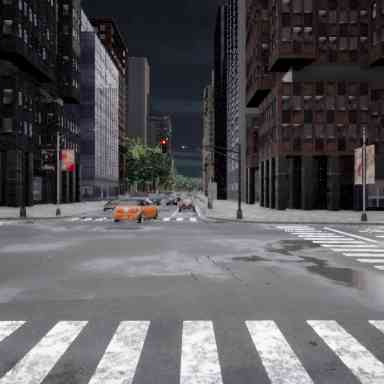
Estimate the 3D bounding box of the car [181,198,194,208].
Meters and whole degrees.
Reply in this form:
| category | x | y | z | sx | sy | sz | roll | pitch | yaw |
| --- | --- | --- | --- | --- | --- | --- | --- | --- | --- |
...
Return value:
| category | x | y | z | sx | sy | sz | roll | pitch | yaw |
| --- | --- | --- | --- | --- | --- | --- | --- | --- | --- |
| car | -0.620 | 1.614 | 49.799 | 1.802 | 1.307 | 4.206 | 0 | 0 | 0 |

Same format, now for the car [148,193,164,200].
| category | x | y | z | sx | sy | sz | roll | pitch | yaw |
| --- | --- | --- | --- | --- | --- | --- | --- | --- | --- |
| car | -6.499 | 1.268 | 55.909 | 2.150 | 2.045 | 5.566 | 0 | 0 | -1 |

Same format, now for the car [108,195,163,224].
| category | x | y | z | sx | sy | sz | roll | pitch | yaw |
| --- | --- | --- | --- | --- | --- | --- | --- | --- | --- |
| car | -4.058 | 1.319 | 24.974 | 2.097 | 1.767 | 4.553 | 0 | -1 | 13 |

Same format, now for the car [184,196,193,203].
| category | x | y | z | sx | sy | sz | roll | pitch | yaw |
| --- | --- | --- | --- | --- | --- | --- | --- | --- | --- |
| car | -0.736 | 1.612 | 71.669 | 1.752 | 1.417 | 4.829 | 0 | 0 | 0 |

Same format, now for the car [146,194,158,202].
| category | x | y | z | sx | sy | sz | roll | pitch | yaw |
| --- | --- | --- | --- | --- | --- | --- | --- | --- | --- |
| car | -9.290 | 1.417 | 76.889 | 2.192 | 1.841 | 5.009 | 0 | 0 | 0 |

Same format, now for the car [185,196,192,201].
| category | x | y | z | sx | sy | sz | roll | pitch | yaw |
| --- | --- | --- | --- | --- | --- | --- | --- | --- | --- |
| car | -0.852 | 1.695 | 93.199 | 1.887 | 1.381 | 4.507 | 0 | 0 | 0 |

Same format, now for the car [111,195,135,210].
| category | x | y | z | sx | sy | sz | roll | pitch | yaw |
| --- | --- | --- | --- | --- | --- | --- | --- | --- | --- |
| car | -9.118 | 1.335 | 44.334 | 2.192 | 1.841 | 5.009 | 0 | 0 | 0 |

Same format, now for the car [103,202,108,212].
| category | x | y | z | sx | sy | sz | roll | pitch | yaw |
| --- | --- | --- | --- | --- | --- | --- | --- | --- | --- |
| car | -9.088 | 1.574 | 38.907 | 1.947 | 1.339 | 4.313 | 0 | 0 | 0 |

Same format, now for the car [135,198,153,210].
| category | x | y | z | sx | sy | sz | roll | pitch | yaw |
| --- | --- | --- | --- | --- | --- | --- | --- | --- | --- |
| car | -6.455 | 1.548 | 45.266 | 1.812 | 1.442 | 4.674 | 0 | 0 | 0 |

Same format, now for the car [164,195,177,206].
| category | x | y | z | sx | sy | sz | roll | pitch | yaw |
| --- | --- | --- | --- | --- | --- | --- | --- | --- | --- |
| car | -3.316 | 1.649 | 56.808 | 1.895 | 1.301 | 4.718 | 0 | 0 | 0 |

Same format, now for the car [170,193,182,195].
| category | x | y | z | sx | sy | sz | roll | pitch | yaw |
| --- | --- | --- | --- | --- | --- | --- | --- | --- | --- |
| car | -3.510 | 1.577 | 75.970 | 1.882 | 1.535 | 5.008 | 0 | 0 | 0 |

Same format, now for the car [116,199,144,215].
| category | x | y | z | sx | sy | sz | roll | pitch | yaw |
| --- | --- | --- | --- | --- | --- | --- | --- | --- | --- |
| car | -6.402 | 1.547 | 35.040 | 2.033 | 1.411 | 5.357 | 0 | 0 | 0 |

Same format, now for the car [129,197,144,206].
| category | x | y | z | sx | sy | sz | roll | pitch | yaw |
| --- | --- | --- | --- | --- | --- | --- | --- | --- | --- |
| car | -9.173 | 1.570 | 55.015 | 1.752 | 1.417 | 4.829 | 0 | 0 | 0 |

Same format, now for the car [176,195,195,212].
| category | x | y | z | sx | sy | sz | roll | pitch | yaw |
| --- | --- | --- | --- | --- | --- | --- | --- | --- | --- |
| car | -0.563 | 1.448 | 38.950 | 1.967 | 1.590 | 4.097 | 0 | 0 | 0 |

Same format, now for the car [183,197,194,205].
| category | x | y | z | sx | sy | sz | roll | pitch | yaw |
| --- | --- | --- | --- | --- | --- | --- | --- | --- | --- |
| car | -0.678 | 1.603 | 60.649 | 1.887 | 1.381 | 4.507 | 0 | 0 | 0 |
